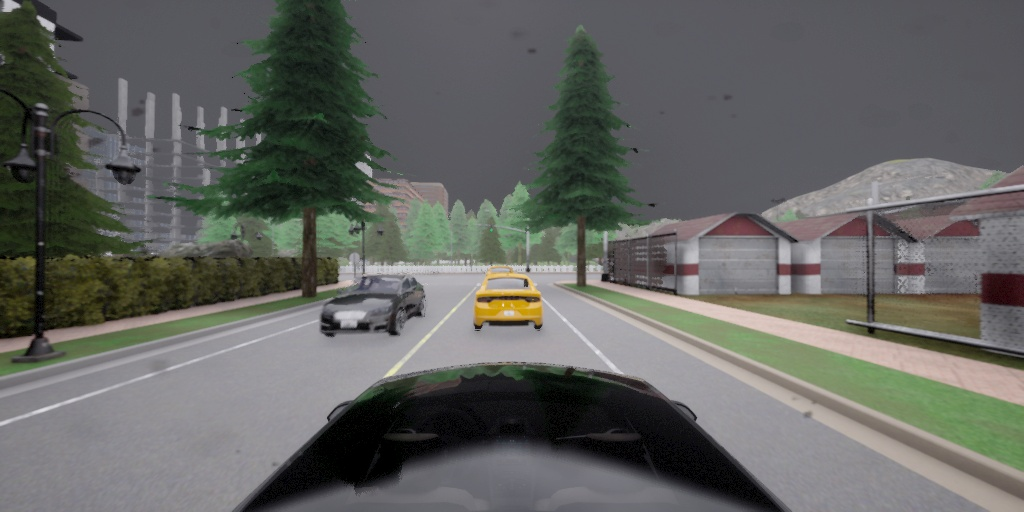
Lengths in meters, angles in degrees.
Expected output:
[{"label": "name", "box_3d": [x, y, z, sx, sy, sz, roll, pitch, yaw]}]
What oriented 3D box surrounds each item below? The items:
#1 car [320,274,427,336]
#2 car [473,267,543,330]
[{"label": "car", "box_3d": [-3.811, 1.300, 10.625, 2.128, 1.511, 4.902, 0, 0, -2]}, {"label": "car", "box_3d": [-0.157, 1.291, 11.463, 1.882, 1.535, 5.008, 0, 0, -2]}]
